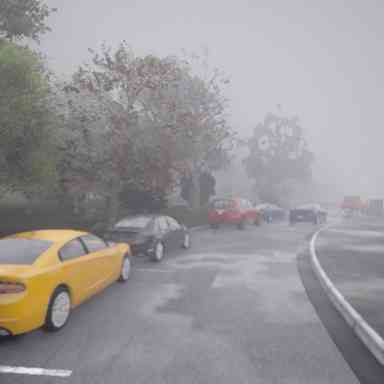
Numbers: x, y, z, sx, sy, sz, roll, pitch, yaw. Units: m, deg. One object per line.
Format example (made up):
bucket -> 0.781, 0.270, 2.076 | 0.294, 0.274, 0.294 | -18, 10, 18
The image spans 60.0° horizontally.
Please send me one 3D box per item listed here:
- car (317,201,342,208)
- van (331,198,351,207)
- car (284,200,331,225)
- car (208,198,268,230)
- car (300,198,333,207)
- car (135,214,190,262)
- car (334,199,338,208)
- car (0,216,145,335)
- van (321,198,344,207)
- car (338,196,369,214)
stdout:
car -> 30.064, 2.668, 72.888 | 4.792, 1.488, 2.163 | -1, -2, 16
van -> 36.905, 2.638, 82.440 | 4.442, 1.987, 1.878 | -1, -2, 16
car -> 9.043, 1.618, 25.673 | 1.882, 1.535, 5.008 | -1, -1, 33
car -> 3.059, 1.415, 23.139 | 2.435, 2.045, 5.566 | -1, -1, 29
car -> 23.188, 2.176, 63.365 | 5.566, 2.045, 2.435 | -1, -2, 16
car -> -1.520, 1.589, 12.663 | 2.231, 1.521, 4.892 | 0, -1, 18
car -> 28.387, 2.458, 70.498 | 4.553, 1.767, 2.185 | -2, -2, 16
car -> -2.853, 1.532, 7.079 | 2.097, 1.535, 5.008 | 0, 0, 9
van -> 31.709, 2.469, 75.294 | 4.442, 1.987, 1.878 | -1, -2, 16
car -> 19.599, 1.510, 39.620 | 2.150, 2.045, 5.566 | -2, -2, 39
